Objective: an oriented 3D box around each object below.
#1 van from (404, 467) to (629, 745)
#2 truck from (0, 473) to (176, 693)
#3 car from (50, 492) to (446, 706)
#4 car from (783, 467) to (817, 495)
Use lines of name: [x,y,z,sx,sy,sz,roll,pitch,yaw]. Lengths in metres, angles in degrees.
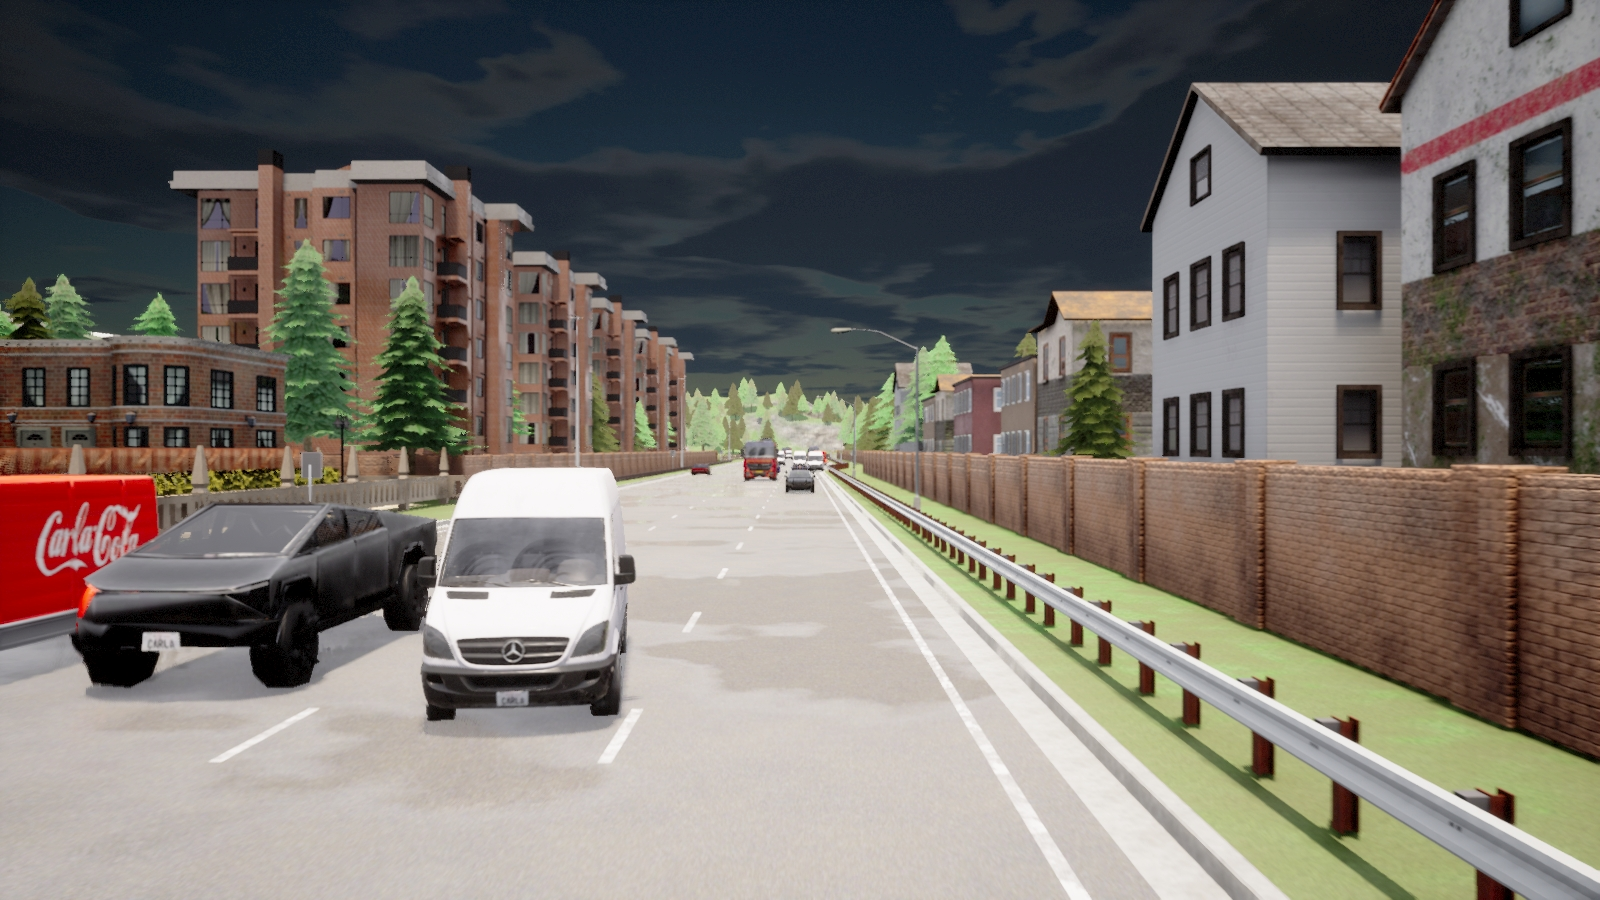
van: [-3.149,1.528,13.911,1.988,2.561,5.915,0,0,-7]
truck: [-10.506,1.562,14.229,2.627,2.467,5.204,0,0,0]
car: [-7.000,1.746,15.619,2.390,2.098,6.274,0,0,0]
car: [-0.002,1.948,73.077,2.097,1.638,5.238,0,0,0]
